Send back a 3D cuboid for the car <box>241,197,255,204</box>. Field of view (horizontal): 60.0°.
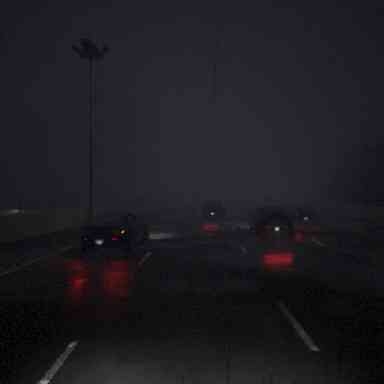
[{"bbox_3d":[10.921,1.603,64.264,1.895,1.301,4.718,0,0,21],"label":"car"}]

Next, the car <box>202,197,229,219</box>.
[{"bbox_3d":[2.014,1.506,29.299,1.837,1.490,4.892,-1,0,9],"label":"car"}]

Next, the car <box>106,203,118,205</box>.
[{"bbox_3d":[-11.384,1.498,51.335,1.837,1.490,4.892,0,0,15],"label":"car"}]

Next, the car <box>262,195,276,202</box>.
[{"bbox_3d":[14.686,1.355,63.619,2.097,1.767,4.553,0,0,21],"label":"car"}]

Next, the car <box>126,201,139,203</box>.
[{"bbox_3d":[-8.001,1.489,50.427,2.128,1.511,4.902,0,0,15],"label":"car"}]

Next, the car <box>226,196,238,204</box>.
[{"bbox_3d":[7.534,1.507,64.542,1.837,1.490,4.892,-1,0,21],"label":"car"}]

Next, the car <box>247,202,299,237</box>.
[{"bbox_3d":[4.261,1.506,18.255,1.837,1.490,4.892,-1,0,5],"label":"car"}]

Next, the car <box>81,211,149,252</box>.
[{"bbox_3d":[-3.048,1.525,13.733,1.812,1.442,4.674,0,0,3],"label":"car"}]

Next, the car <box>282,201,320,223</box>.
[{"bbox_3d":[8.372,1.603,25.753,1.895,1.301,4.718,0,0,8],"label":"car"}]

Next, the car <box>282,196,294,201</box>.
[{"bbox_3d":[18.165,1.482,63.037,1.882,1.535,5.008,0,0,22],"label":"car"}]
